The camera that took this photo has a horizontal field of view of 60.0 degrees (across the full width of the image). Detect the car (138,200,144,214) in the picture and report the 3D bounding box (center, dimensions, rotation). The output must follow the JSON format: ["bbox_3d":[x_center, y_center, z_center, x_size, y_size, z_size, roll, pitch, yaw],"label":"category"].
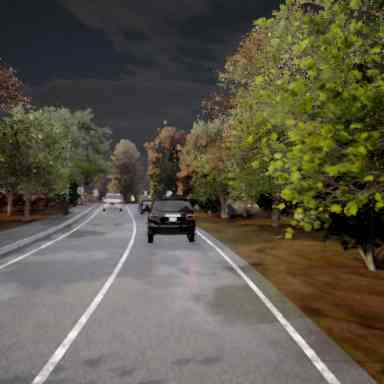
[{"bbox_3d":[-4.653,1.565,35.402,2.033,1.411,5.357,1,0,-12],"label":"car"}]

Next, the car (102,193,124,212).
[{"bbox_3d":[-9.099,1.178,38.415,2.150,2.045,5.566,1,0,-13],"label":"car"}]

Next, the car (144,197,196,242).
[{"bbox_3d":[-1.148,1.241,16.667,2.150,2.045,5.566,0,0,-7],"label":"car"}]
